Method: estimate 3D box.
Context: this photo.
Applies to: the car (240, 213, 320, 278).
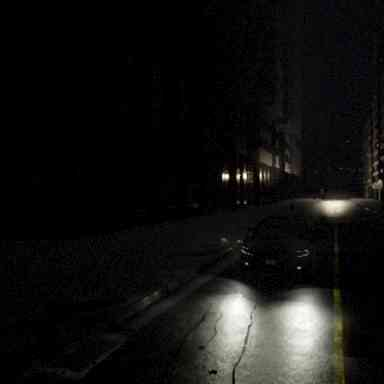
[{"bbox_3d":[2.939,1.466,10.511,1.882,1.535,5.008,0,0,24],"label":"car"}]
